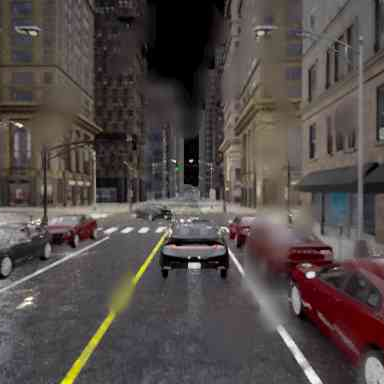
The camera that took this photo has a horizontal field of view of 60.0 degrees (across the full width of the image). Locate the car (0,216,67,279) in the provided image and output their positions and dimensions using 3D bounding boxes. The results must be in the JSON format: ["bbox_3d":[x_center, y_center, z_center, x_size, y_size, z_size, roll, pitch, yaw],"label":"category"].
[{"bbox_3d":[-5.780,1.663,10.231,2.008,1.369,4.403,-1,-1,0],"label":"car"}]

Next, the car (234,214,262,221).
[{"bbox_3d":[2.742,1.716,15.742,1.887,1.381,4.507,-1,-1,0],"label":"car"}]

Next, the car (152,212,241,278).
[{"bbox_3d":[0.072,1.607,10.557,2.128,1.511,4.902,0,-1,0],"label":"car"}]

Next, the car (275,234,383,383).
[{"bbox_3d":[2.749,1.597,4.732,1.887,1.381,4.507,-1,-1,0],"label":"car"}]

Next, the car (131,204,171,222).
[{"bbox_3d":[-3.701,1.813,29.764,1.837,1.490,4.892,4,-2,-39],"label":"car"}]

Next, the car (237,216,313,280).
[{"bbox_3d":[2.745,1.656,10.237,1.887,1.381,4.507,-1,-1,0],"label":"car"}]

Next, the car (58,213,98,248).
[{"bbox_3d":[-5.783,1.716,15.737,1.887,1.381,4.507,-1,-1,0],"label":"car"}]
